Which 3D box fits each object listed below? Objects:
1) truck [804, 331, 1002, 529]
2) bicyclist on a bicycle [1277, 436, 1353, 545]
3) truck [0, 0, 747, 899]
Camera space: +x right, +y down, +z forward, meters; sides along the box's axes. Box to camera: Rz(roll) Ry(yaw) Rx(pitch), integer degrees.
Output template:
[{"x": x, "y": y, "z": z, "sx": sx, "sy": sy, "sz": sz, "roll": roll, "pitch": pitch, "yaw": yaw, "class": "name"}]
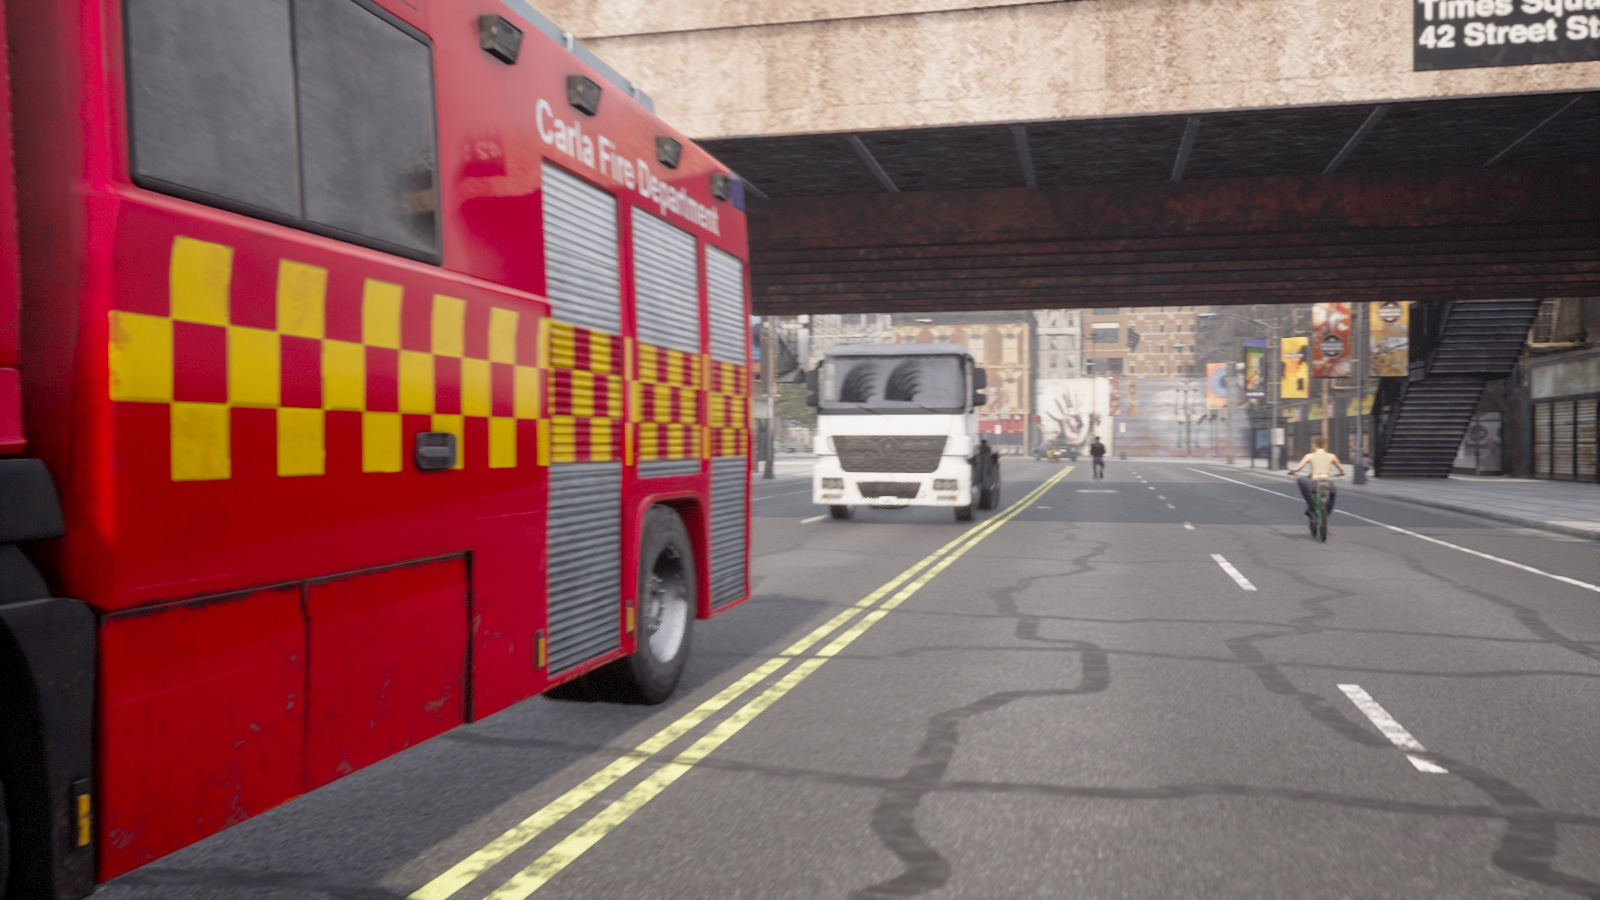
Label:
[{"x": 2.424, "y": -0.376, "z": 26.225, "sx": 2.891, "sy": 3.462, "sz": 7.936, "roll": 0, "pitch": 0, "yaw": 14, "class": "truck"}, {"x": 7.941, "y": 0.601, "z": 19.418, "sx": 0.866, "sy": 1.612, "sz": 1.509, "roll": 0, "pitch": 0, "yaw": 14, "class": "bicyclist on a bicycle"}, {"x": -2.744, "y": -0.455, "z": 4.719, "sx": 2.891, "sy": 3.827, "sz": 8.468, "roll": 0, "pitch": 0, "yaw": 13, "class": "truck"}]
